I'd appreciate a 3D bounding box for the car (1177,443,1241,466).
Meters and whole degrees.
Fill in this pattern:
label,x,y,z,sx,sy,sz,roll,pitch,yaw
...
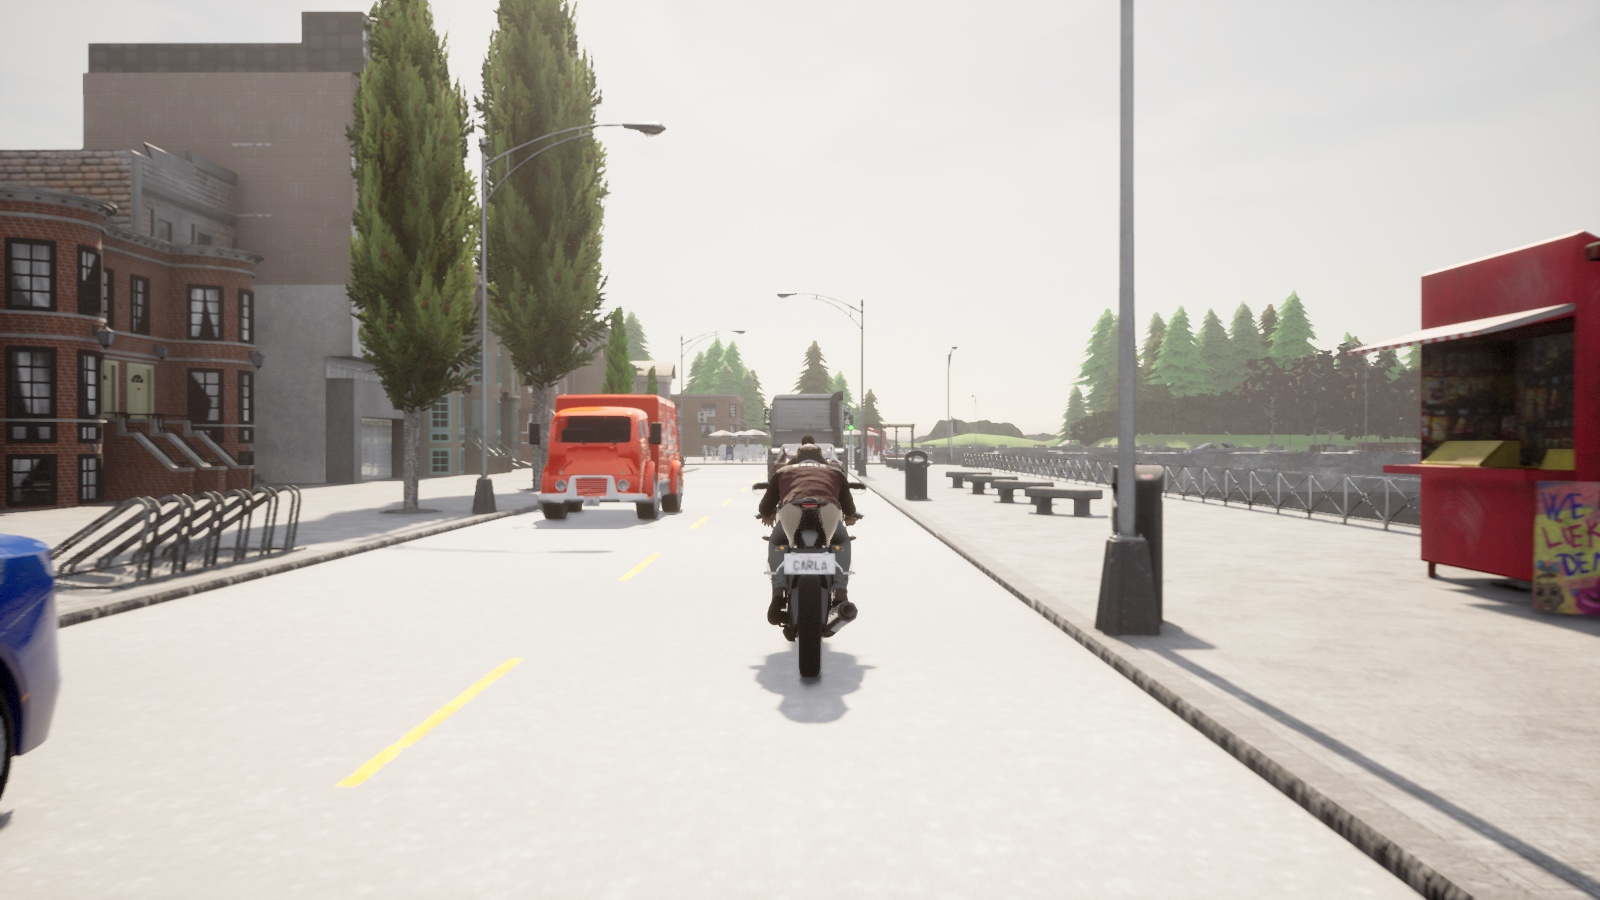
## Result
label,x,y,z,sx,sy,sz,roll,pitch,yaw
car,26.942,0.315,82.797,3.633,1.501,1.845,0,0,0

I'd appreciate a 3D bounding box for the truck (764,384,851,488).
label,x,y,z,sx,sy,sz,roll,pitch,yaw
truck,0.271,-0.494,45.924,2.891,3.462,7.936,0,0,0

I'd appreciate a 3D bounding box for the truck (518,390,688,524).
label,x,y,z,sx,sy,sz,roll,pitch,yaw
truck,-3.843,0.112,25.658,2.627,2.467,5.204,0,0,0

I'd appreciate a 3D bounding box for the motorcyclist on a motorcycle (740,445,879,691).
label,x,y,z,sx,sy,sz,roll,pitch,yaw
motorcyclist on a motorcycle,0.066,0.731,8.924,0.866,1.530,2.191,0,0,0

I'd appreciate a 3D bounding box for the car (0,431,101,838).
label,x,y,z,sx,sy,sz,roll,pitch,yaw
car,-3.969,0.705,2.914,1.882,1.535,5.008,0,0,0

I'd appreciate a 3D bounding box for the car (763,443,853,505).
label,x,y,z,sx,sy,sz,roll,pitch,yaw
car,0.195,0.563,32.542,2.163,1.488,4.792,0,0,0
